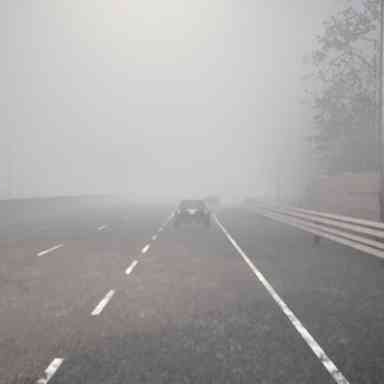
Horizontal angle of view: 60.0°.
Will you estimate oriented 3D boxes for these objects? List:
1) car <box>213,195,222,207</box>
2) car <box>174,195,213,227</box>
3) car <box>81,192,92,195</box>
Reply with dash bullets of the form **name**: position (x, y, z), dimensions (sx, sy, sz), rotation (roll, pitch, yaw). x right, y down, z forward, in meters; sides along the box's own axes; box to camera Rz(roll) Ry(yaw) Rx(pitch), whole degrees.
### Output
- **car**: position (2.882, 1.192, 45.774), dimensions (1.837, 1.490, 4.892), rotation (1, -1, 14)
- **car**: position (0.023, 1.170, 21.264), dimensions (2.097, 1.767, 4.553), rotation (0, 0, 0)
- **car**: position (-27.966, 0.810, 88.047), dimensions (2.033, 1.411, 5.357), rotation (0, 0, 0)
